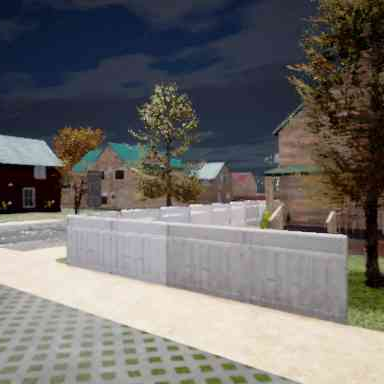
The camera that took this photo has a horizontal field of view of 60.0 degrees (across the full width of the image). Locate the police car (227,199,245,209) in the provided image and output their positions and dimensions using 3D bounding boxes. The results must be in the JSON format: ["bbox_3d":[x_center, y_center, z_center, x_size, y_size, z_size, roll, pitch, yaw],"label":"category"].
[{"bbox_3d":[5.504,1.629,40.624,2.038,1.542,4.974,-1,-1,33],"label":"police car"}]
